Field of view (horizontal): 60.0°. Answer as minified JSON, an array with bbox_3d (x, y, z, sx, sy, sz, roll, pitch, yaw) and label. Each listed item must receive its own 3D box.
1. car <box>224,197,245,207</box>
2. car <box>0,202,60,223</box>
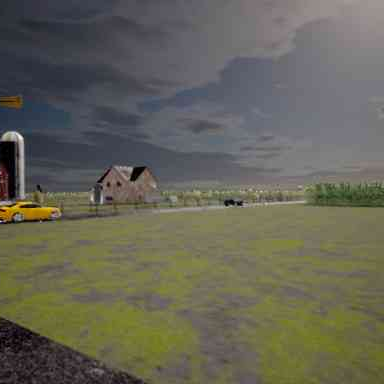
[{"bbox_3d":[7.057,1.676,55.131,1.837,1.490,4.892,-1,-1,36],"label":"car"},{"bbox_3d":[-13.057,1.569,26.718,1.882,1.535,5.008,-2,-1,34],"label":"car"}]
